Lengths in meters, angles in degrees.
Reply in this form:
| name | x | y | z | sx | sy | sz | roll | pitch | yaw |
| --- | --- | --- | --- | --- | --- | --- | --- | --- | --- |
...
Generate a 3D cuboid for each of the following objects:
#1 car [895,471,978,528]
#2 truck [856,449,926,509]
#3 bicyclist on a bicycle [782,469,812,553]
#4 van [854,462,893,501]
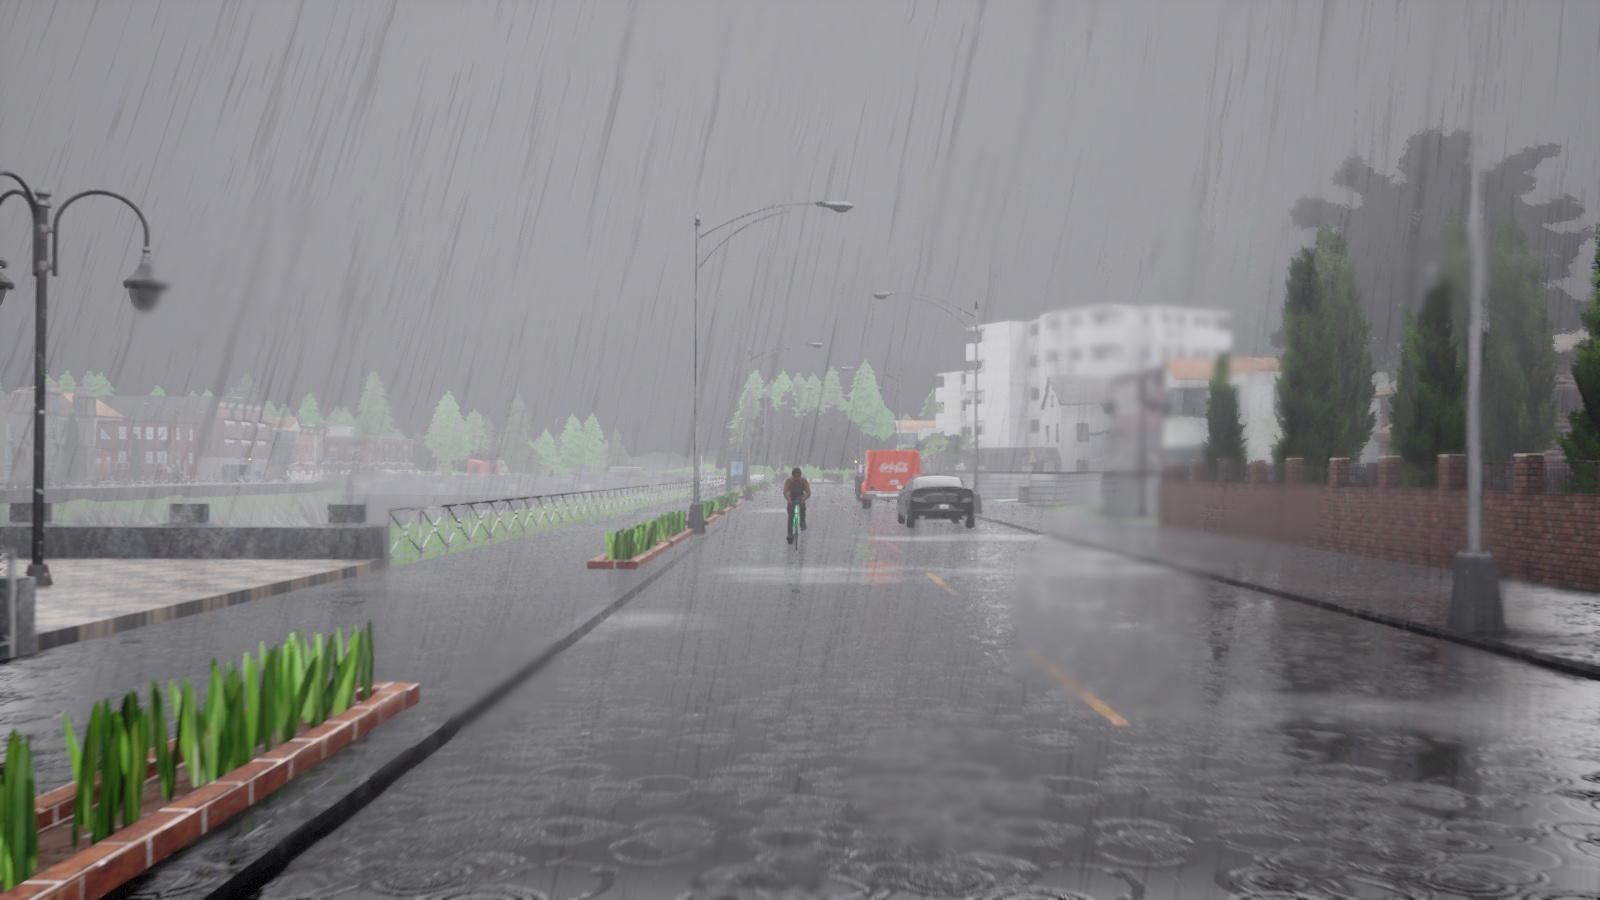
| name | x | y | z | sx | sy | sz | roll | pitch | yaw |
| --- | --- | --- | --- | --- | --- | --- | --- | --- | --- |
| car | 3.914 | 1.392 | 36.747 | 1.882 | 1.535 | 5.008 | 0 | -1 | 0 |
| truck | 3.871 | 1.221 | 54.257 | 2.627 | 2.467 | 5.204 | 0 | -1 | 0 |
| bicyclist on a bicycle | -0.059 | 1.187 | 25.026 | 0.582 | 1.620 | 1.656 | 0 | -1 | 0 |
| van | 3.844 | 1.661 | 66.242 | 1.775 | 1.987 | 4.442 | 0 | -1 | 0 |
